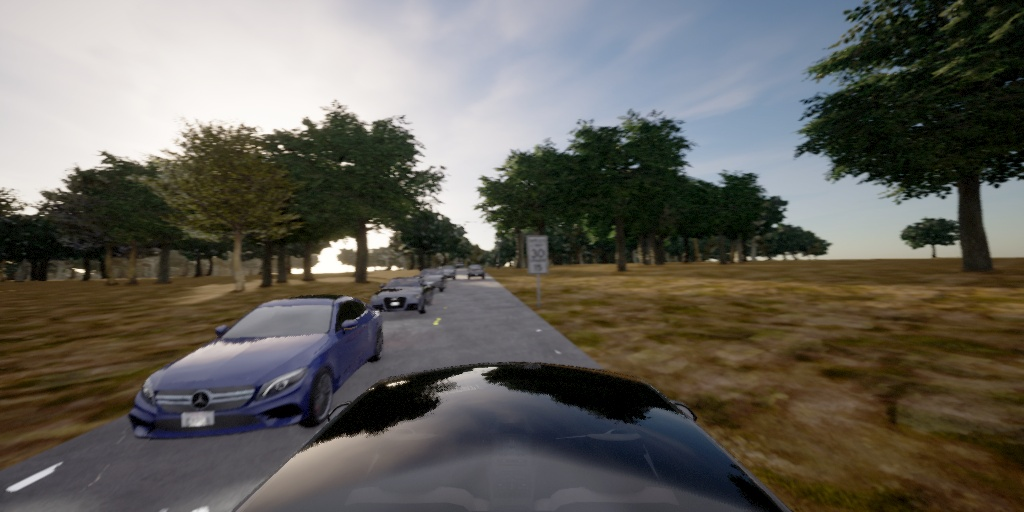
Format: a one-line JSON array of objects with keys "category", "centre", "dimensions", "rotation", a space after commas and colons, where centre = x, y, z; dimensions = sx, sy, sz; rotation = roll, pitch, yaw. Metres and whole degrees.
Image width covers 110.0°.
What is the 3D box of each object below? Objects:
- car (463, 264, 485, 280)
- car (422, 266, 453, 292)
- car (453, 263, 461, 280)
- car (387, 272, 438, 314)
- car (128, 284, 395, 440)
[{"category": "car", "centre": [-3.987, 1.785, 39.869], "dimensions": [2.128, 1.511, 4.902], "rotation": [-1, -1, -6]}, {"category": "car", "centre": [-5.540, 1.641, 24.921], "dimensions": [2.128, 1.511, 4.902], "rotation": [-1, -1, -6]}, {"category": "car", "centre": [-7.033, 1.842, 39.068], "dimensions": [2.128, 1.511, 4.902], "rotation": [-1, -1, -6]}, {"category": "car", "centre": [-4.435, 1.575, 14.965], "dimensions": [1.994, 1.385, 4.181], "rotation": [-1, -1, -6]}, {"category": "car", "centre": [-3.418, 1.405, 5.899], "dimensions": [1.812, 1.442, 4.674], "rotation": [-1, -1, -7]}]
